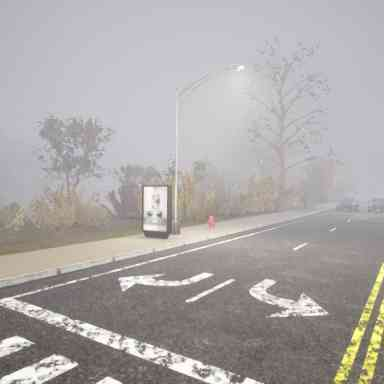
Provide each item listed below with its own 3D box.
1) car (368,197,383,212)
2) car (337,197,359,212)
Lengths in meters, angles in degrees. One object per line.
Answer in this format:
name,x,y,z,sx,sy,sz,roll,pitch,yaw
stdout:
car,21.463,1.393,38.138,2.097,1.767,4.553,0,0,30
car,18.658,1.391,39.780,2.097,1.767,4.553,0,0,30
